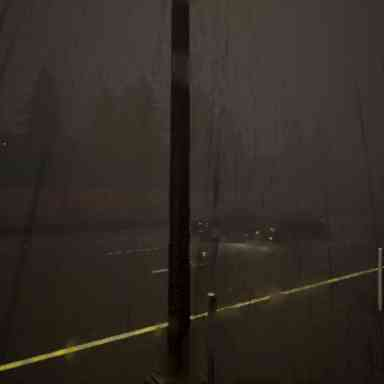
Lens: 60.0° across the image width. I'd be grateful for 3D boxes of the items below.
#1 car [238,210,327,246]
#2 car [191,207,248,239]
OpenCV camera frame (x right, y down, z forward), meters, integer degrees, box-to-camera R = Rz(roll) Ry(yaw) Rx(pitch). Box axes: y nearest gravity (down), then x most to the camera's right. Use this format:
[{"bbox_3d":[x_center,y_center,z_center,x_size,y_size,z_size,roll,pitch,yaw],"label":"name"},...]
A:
[{"bbox_3d":[4.536,1.673,15.856,4.181,1.385,1.994,1,0,-35],"label":"car"},{"bbox_3d":[1.958,1.588,18.317,5.008,1.535,1.882,1,-1,-35],"label":"car"}]
